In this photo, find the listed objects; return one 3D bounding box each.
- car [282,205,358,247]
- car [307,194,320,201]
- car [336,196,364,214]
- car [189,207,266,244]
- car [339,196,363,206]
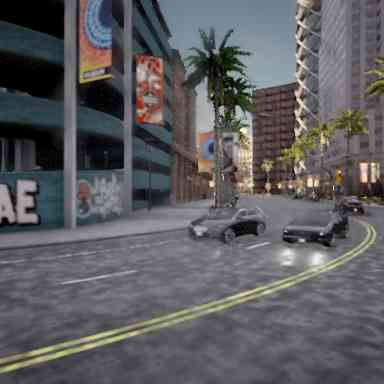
[{"bbox_3d":[5.899,1.527,15.281,2.033,1.411,5.357,0,0,36],"label":"car"},{"bbox_3d":[30.204,1.242,83.473,2.185,1.767,4.553,0,0,8],"label":"car"},{"bbox_3d":[16.370,1.463,34.820,1.837,1.490,4.892,0,0,10],"label":"car"},{"bbox_3d":[1.817,1.464,15.760,2.128,1.511,4.902,0,0,38],"label":"car"},{"bbox_3d":[25.919,1.417,54.413,2.231,1.521,4.892,0,0,8],"label":"car"}]
